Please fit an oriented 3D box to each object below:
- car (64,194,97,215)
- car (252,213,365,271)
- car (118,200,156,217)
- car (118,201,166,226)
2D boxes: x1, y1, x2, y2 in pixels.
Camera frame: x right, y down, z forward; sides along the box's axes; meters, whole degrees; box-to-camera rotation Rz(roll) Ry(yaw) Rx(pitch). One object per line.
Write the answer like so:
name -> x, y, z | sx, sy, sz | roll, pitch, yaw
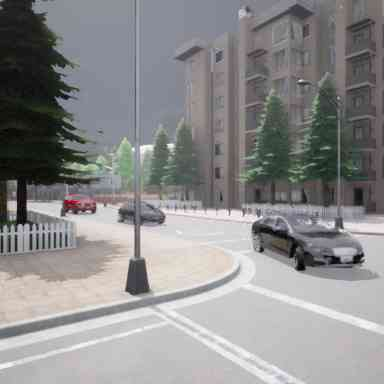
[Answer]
car -> -11.869, 1.238, 35.083 | 2.150, 2.045, 5.566 | 0, 0, -36
car -> 3.569, 1.493, 11.118 | 2.128, 1.511, 4.902 | 1, 0, -12
car -> -5.395, 1.578, 32.387 | 1.994, 1.385, 4.181 | 0, 0, -36
car -> -3.712, 1.519, 23.805 | 1.837, 1.490, 4.892 | 0, 0, -36
